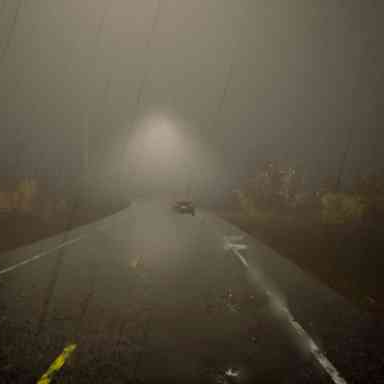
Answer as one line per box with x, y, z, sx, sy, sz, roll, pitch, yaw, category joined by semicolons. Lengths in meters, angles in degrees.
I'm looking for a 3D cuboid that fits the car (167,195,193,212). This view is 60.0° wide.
-0.801;1.209;28.508;2.163;1.488;4.792;0;0;-4;car

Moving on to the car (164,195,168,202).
-3.891;1.212;57.677;1.882;1.535;5.008;0;0;-8;car
